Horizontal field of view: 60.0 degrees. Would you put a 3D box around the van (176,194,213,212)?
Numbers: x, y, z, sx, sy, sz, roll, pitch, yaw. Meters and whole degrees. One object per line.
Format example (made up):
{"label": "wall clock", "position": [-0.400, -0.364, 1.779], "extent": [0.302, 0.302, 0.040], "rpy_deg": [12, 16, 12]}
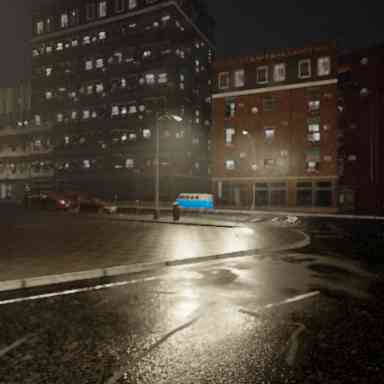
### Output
{"label": "van", "position": [0.223, 1.090, 34.120], "extent": [3.998, 1.788, 1.690], "rpy_deg": [1, -1, 24]}

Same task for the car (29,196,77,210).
{"label": "car", "position": [-14.361, 1.085, 34.310], "extent": [4.718, 1.301, 1.895], "rpy_deg": [1, 0, 24]}

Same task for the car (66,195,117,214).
{"label": "car", "position": [-8.448, 1.215, 28.824], "extent": [4.206, 1.307, 1.802], "rpy_deg": [1, -1, 24]}

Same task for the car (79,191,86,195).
{"label": "car", "position": [-15.185, 0.733, 41.047], "extent": [5.009, 1.841, 2.192], "rpy_deg": [1, -1, 24]}

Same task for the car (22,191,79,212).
{"label": "car", "position": [-13.578, 0.838, 31.137], "extent": [5.009, 1.841, 2.192], "rpy_deg": [1, -1, 24]}
